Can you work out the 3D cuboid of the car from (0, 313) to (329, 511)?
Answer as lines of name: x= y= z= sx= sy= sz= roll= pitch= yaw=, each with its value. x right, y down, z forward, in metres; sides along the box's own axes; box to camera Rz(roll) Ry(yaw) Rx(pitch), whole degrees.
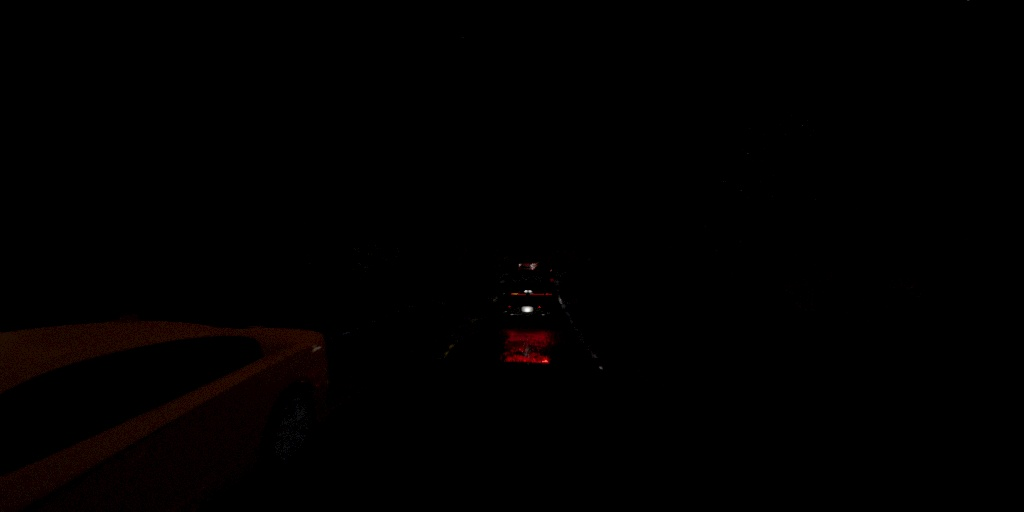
car: x=-3.034 y=1.219 z=1.999 sx=1.882 sy=1.535 sz=5.008 roll=0 pitch=0 yaw=1

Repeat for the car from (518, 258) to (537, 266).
car: x=2.100 y=1.098 z=44.689 sx=2.097 sy=1.767 sz=4.553 roll=0 pitch=0 yaw=13

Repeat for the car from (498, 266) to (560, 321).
car: x=0.594 y=1.257 z=12.534 sx=1.837 sy=1.490 sz=4.892 roll=0 pitch=0 yaw=4

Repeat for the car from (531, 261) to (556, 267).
car: x=3.289 y=1.358 z=34.651 sx=1.895 sy=1.301 sz=4.718 roll=0 pitch=0 yaw=10
